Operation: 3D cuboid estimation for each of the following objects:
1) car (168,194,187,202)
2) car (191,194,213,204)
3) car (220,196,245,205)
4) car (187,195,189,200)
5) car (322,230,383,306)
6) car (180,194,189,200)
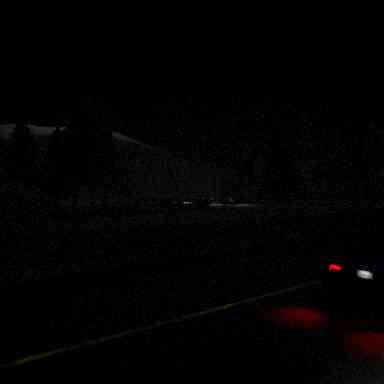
[{"bbox_3d":[-3.122,1.349,72.247,2.128,1.511,4.902,0,0,-17],"label":"car"},{"bbox_3d":[1.925,1.194,58.208,2.097,1.767,4.553,0,0,-23],"label":"car"},{"bbox_3d":[6.762,1.379,56.091,2.033,1.411,5.357,0,0,-27],"label":"car"},{"bbox_3d":[1.123,1.367,70.033,1.994,1.385,4.181,0,0,-17],"label":"car"},{"bbox_3d":[5.130,1.511,7.373,5.357,1.411,2.033,0,0,-35],"label":"car"},{"bbox_3d":[-1.881,1.311,84.644,1.812,1.442,4.674,0,0,-7],"label":"car"}]
